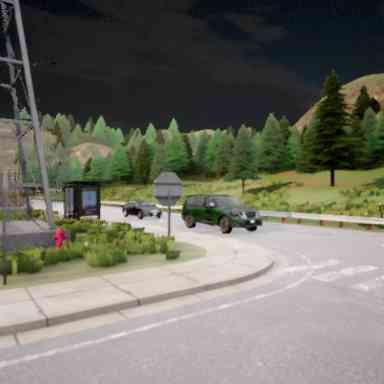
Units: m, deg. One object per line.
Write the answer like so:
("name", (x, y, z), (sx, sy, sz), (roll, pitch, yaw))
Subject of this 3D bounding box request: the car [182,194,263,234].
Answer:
("car", (1.549, 1.154, 19.316), (2.150, 2.045, 5.566), (0, 0, -34))

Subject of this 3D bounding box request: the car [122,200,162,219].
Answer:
("car", (-4.226, 1.422, 27.800), (2.128, 1.511, 4.902), (0, 0, -34))
